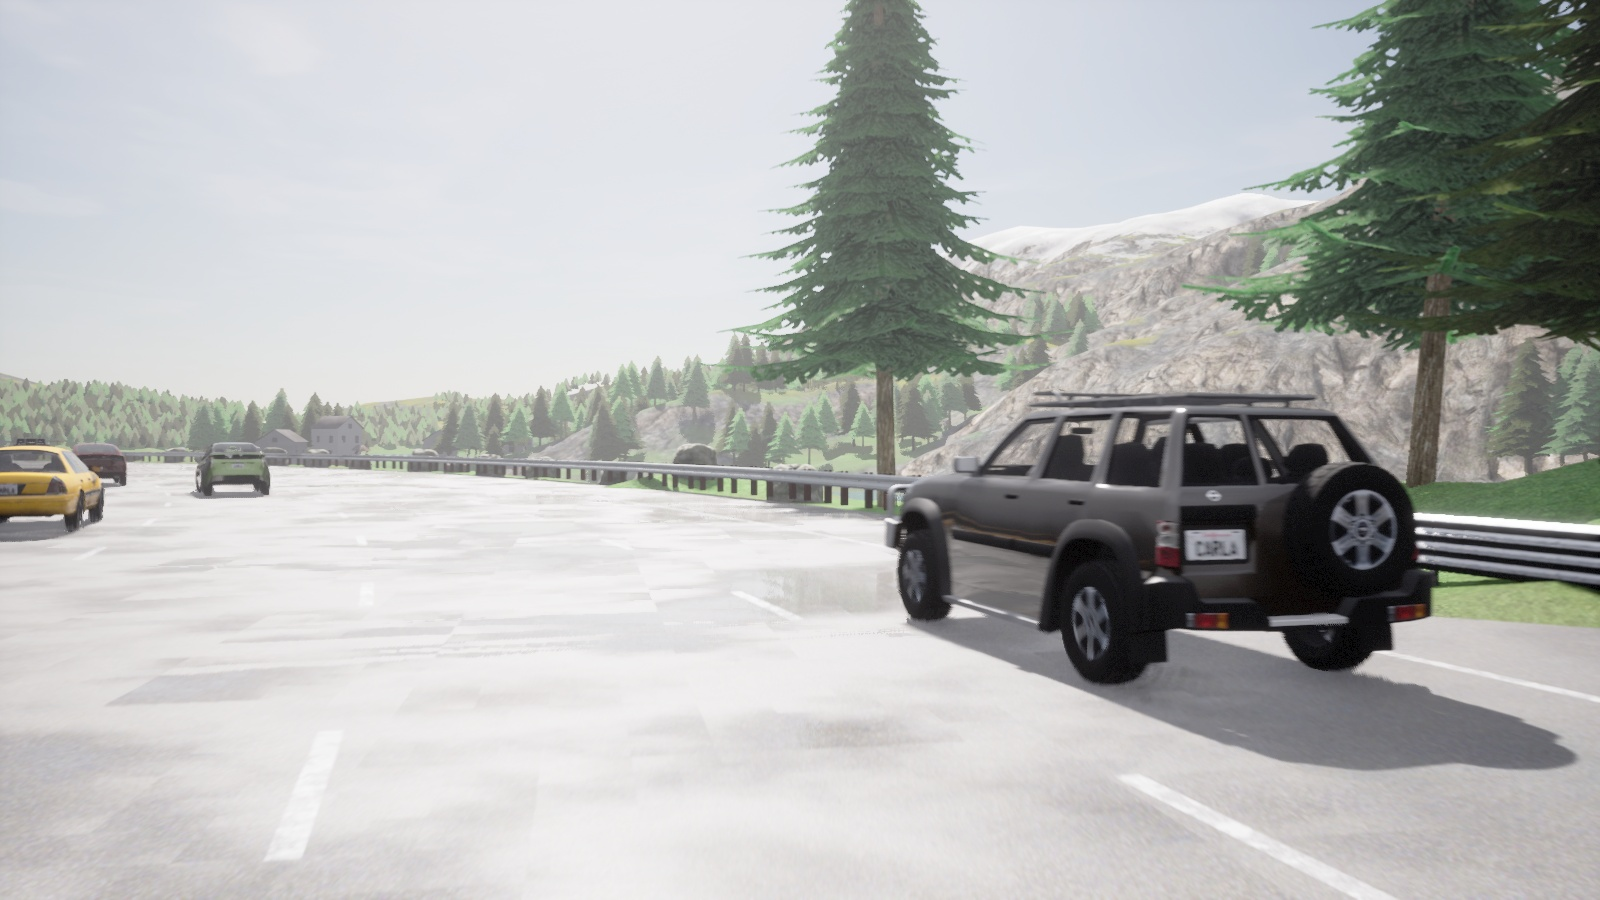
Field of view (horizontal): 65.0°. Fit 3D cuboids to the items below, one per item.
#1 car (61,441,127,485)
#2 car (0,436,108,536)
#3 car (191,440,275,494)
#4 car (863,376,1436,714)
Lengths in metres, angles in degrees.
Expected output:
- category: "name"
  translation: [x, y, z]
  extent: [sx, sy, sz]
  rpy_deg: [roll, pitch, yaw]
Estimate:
- category: "car"
  translation: [-25.900, 0.444, 45.999]
  extent: [1.882, 1.535, 5.008]
  rpy_deg: [0, 0, -32]
- category: "car"
  translation: [-13.637, 0.549, 22.300]
  extent: [1.801, 1.575, 5.366]
  rpy_deg: [0, 0, -23]
- category: "car"
  translation: [-17.108, 0.467, 37.764]
  extent: [2.007, 1.525, 4.514]
  rpy_deg: [0, 0, -28]
- category: "car"
  translation: [2.171, 0.512, 9.376]
  extent: [1.932, 1.855, 4.605]
  rpy_deg: [0, 0, -17]
